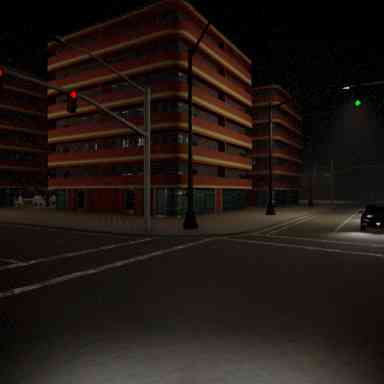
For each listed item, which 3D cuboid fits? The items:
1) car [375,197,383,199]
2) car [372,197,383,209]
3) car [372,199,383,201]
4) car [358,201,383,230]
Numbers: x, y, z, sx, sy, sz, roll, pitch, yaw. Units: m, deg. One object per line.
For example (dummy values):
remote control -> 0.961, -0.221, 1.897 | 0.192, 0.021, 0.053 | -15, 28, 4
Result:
car -> 21.451, 1.479, 37.897 | 2.128, 1.511, 4.902 | 0, 0, 30
car -> 26.613, 1.468, 46.898 | 2.128, 1.511, 4.902 | 0, 0, 30
car -> 16.453, 1.562, 29.154 | 1.994, 1.385, 4.181 | 0, 0, 30
car -> 11.505, 1.513, 20.494 | 1.837, 1.490, 4.892 | 0, 0, 30
